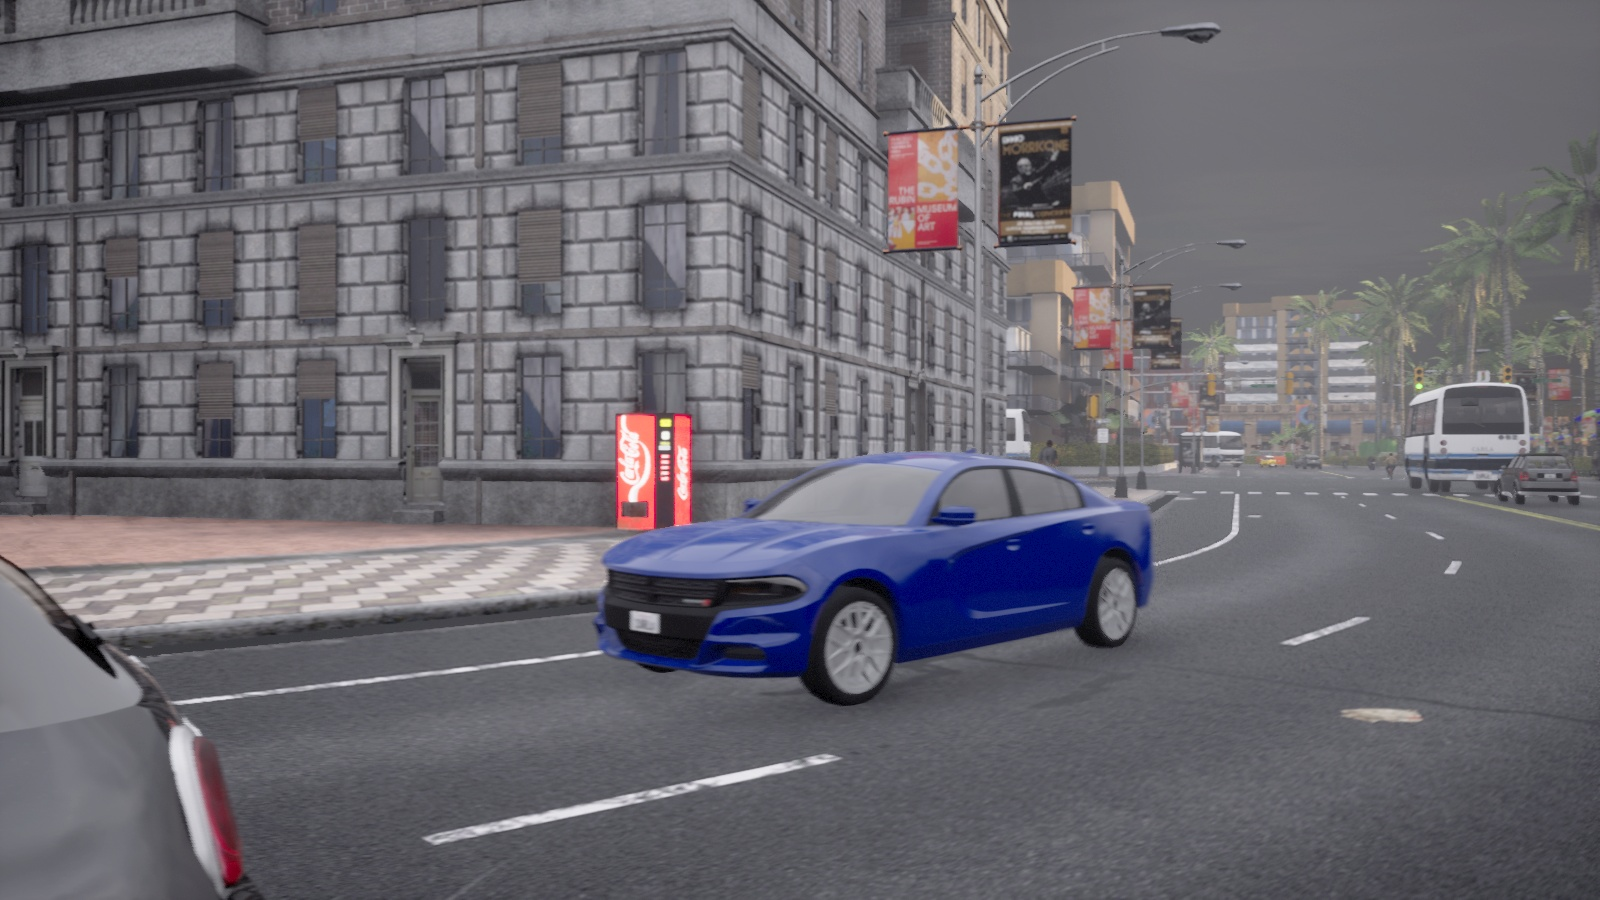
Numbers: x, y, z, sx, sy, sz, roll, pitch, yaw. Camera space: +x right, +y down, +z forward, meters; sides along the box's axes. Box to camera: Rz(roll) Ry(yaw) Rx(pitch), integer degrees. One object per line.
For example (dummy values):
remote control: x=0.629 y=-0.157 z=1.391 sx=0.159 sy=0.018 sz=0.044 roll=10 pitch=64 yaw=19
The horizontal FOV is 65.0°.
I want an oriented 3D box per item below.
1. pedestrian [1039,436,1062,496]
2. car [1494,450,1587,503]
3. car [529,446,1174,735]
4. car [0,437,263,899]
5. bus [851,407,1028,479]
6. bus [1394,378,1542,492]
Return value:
pedestrian: x=7.822 y=0.506 z=39.254 sx=0.540 sy=1.848 sz=0.694 roll=0 pitch=0 yaw=26
car: x=22.835 y=0.787 z=38.864 sx=1.789 sy=1.549 sz=3.705 roll=0 pitch=0 yaw=19
car: x=0.679 y=0.750 z=9.153 sx=1.882 sy=1.535 sz=5.008 roll=0 pitch=0 yaw=43
car: x=-2.947 y=0.723 z=1.607 sx=3.806 sy=1.475 sz=1.970 roll=0 pitch=0 yaw=-36
bus: x=8.660 y=-0.408 z=77.649 sx=10.273 sy=4.253 sz=3.944 roll=0 pitch=0 yaw=19
bus: x=27.639 y=-0.538 z=52.536 sx=3.944 sy=4.253 sz=10.273 roll=0 pitch=0 yaw=19
